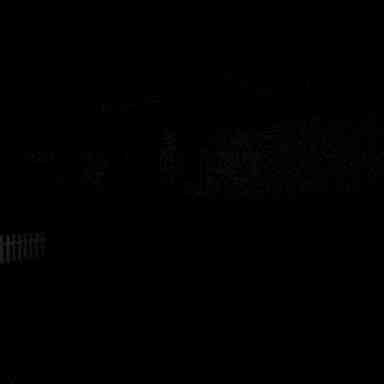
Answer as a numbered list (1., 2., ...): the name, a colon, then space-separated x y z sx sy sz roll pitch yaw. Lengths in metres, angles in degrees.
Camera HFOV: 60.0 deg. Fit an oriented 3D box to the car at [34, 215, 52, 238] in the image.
1. car: -6.670 1.531 17.873 3.866 1.878 1.905 -1 -1 35
